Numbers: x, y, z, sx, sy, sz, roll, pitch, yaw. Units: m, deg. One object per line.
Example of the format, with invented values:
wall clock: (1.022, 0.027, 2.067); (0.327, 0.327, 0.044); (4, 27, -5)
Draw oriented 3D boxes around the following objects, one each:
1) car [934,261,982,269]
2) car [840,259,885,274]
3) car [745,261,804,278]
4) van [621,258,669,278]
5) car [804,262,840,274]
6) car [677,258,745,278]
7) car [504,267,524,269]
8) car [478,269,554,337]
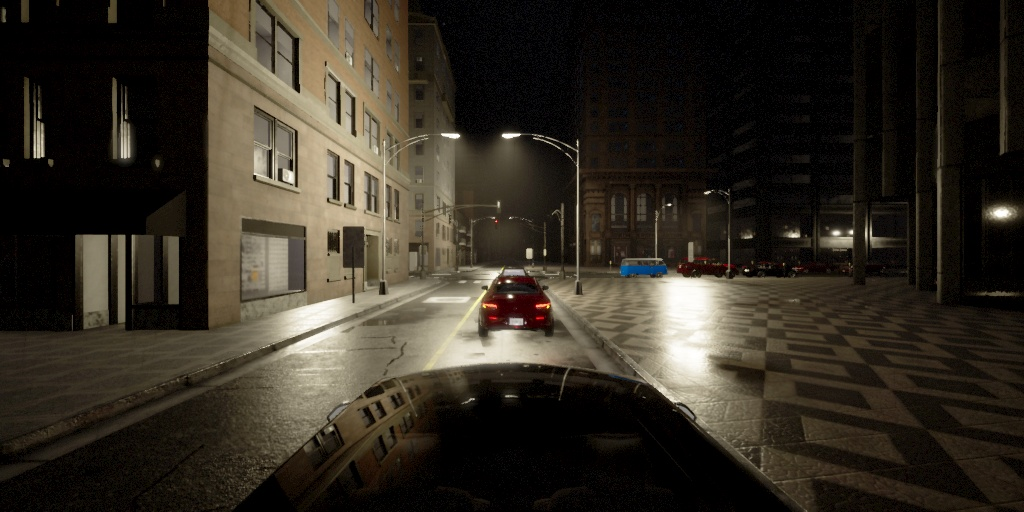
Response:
car: (39.940, 1.190, 32.379); (4.097, 1.591, 1.967); (0, 0, -1)
car: (39.838, 1.185, 40.904); (4.097, 1.591, 1.967); (0, 0, -1)
car: (23.022, 1.325, 32.129); (4.313, 1.339, 1.948); (0, 0, -1)
van: (11.742, 1.105, 31.962); (3.998, 1.789, 1.690); (0, 0, -1)
car: (34.199, 1.330, 40.821); (4.207, 1.307, 1.802); (0, 0, -1)
car: (17.383, 1.078, 32.046); (5.009, 1.841, 2.192); (0, 0, -1)
car: (0.110, 1.302, 20.020); (1.994, 1.385, 4.181); (0, 0, 0)
car: (0.095, 1.271, 10.148); (1.812, 1.442, 4.674); (0, 0, 0)
